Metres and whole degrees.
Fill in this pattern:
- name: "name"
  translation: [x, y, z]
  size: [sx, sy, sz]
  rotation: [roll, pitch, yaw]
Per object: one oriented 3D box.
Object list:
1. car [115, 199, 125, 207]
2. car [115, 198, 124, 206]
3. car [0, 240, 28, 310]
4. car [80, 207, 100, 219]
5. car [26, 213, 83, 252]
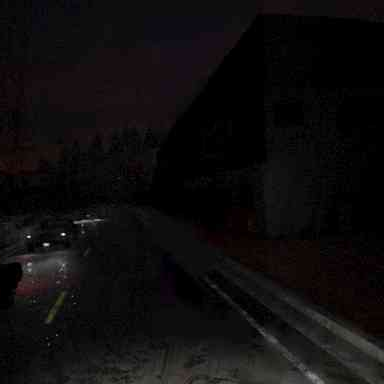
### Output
- name: "car"
  translation: [-17.359, 2.623, 80.115]
  size: [2.097, 1.767, 4.553]
  rotation: [-4, 0, -13]
- name: "car"
  translation: [-19.544, 2.668, 89.933]
  size: [2.097, 1.767, 4.553]
  rotation: [-4, 0, -13]
- name: "car"
  translation: [-4.508, 1.901, 5.675]
  size: [1.895, 1.301, 4.718]
  rotation: [-4, 0, -12]
- name: "car"
  translation: [-11.438, 2.372, 37.202]
  size: [1.994, 1.385, 4.181]
  rotation: [-4, 0, -12]
- name: "car"
  translation: [-7.039, 2.086, 17.111]
  size: [1.895, 1.301, 4.718]
  rotation: [-4, 0, -13]
